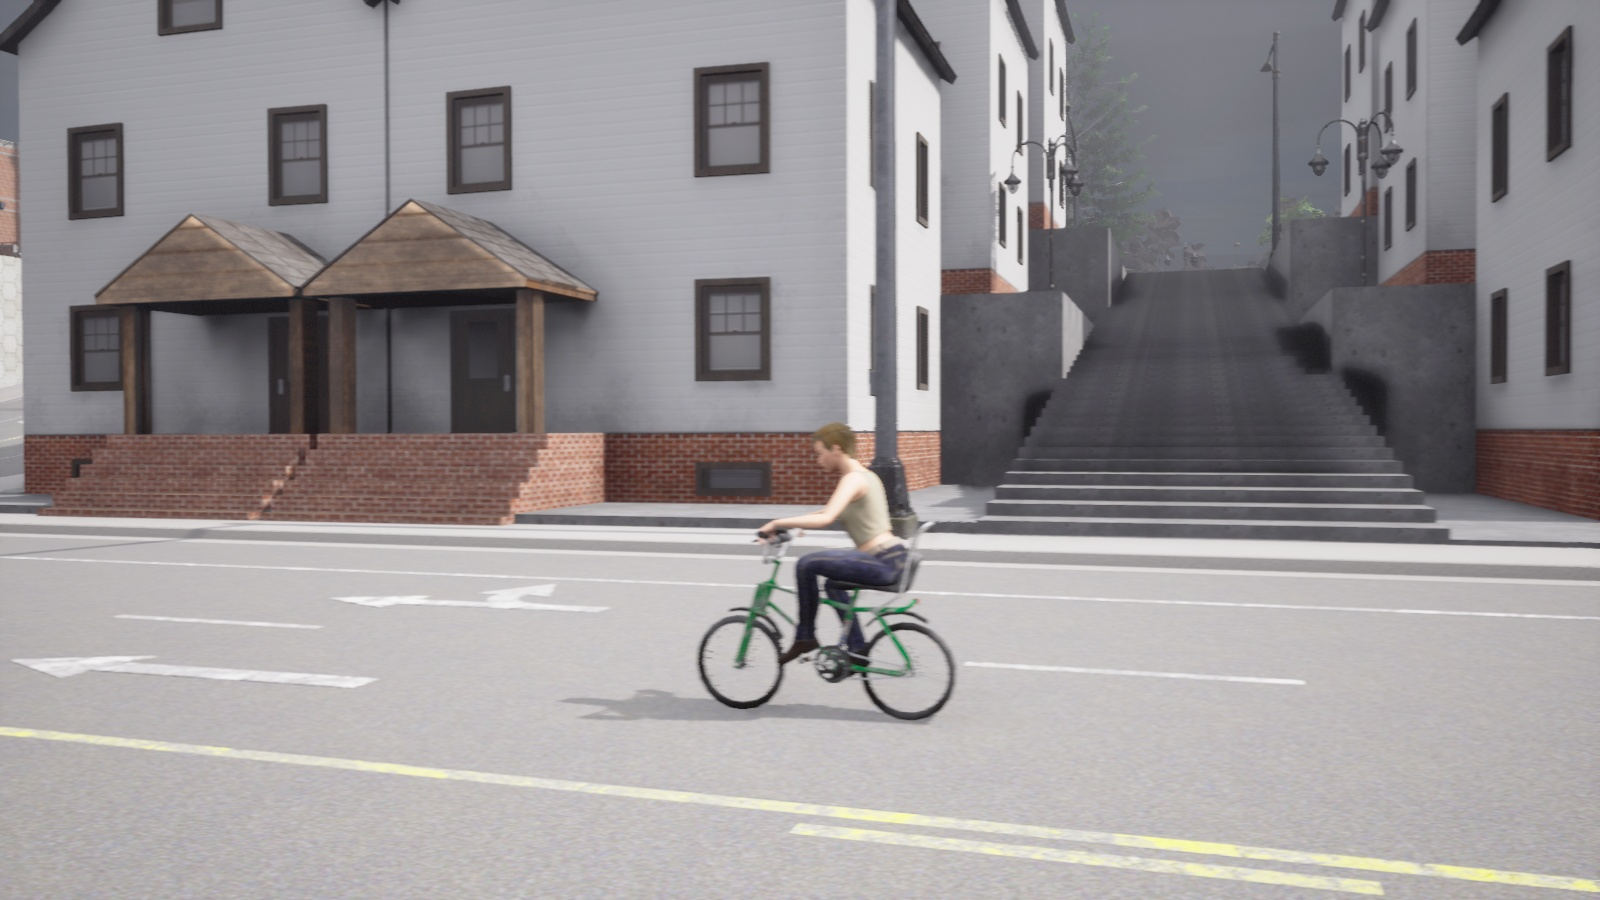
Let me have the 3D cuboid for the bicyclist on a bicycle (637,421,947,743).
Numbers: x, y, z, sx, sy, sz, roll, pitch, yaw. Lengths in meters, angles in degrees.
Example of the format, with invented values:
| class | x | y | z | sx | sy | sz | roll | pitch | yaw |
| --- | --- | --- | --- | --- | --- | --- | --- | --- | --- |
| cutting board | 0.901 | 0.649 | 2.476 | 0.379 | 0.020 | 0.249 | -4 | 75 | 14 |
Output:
| class | x | y | z | sx | sy | sz | roll | pitch | yaw |
| --- | --- | --- | --- | --- | --- | --- | --- | --- | --- |
| bicyclist on a bicycle | -0.023 | 0.652 | 6.928 | 1.509 | 1.612 | 0.866 | 0 | 1 | 18 |
